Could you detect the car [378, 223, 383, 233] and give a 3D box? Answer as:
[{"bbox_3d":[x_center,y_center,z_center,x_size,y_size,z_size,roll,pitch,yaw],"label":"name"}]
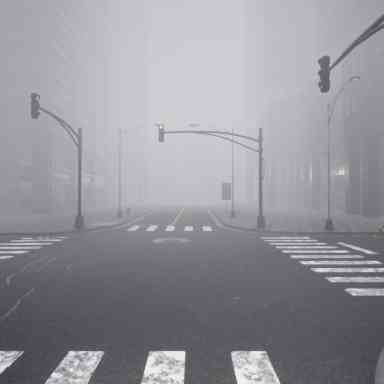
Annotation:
[{"bbox_3d":[11.755,1.564,16.220,4.829,1.417,1.752,0,-1,0],"label":"car"}]
